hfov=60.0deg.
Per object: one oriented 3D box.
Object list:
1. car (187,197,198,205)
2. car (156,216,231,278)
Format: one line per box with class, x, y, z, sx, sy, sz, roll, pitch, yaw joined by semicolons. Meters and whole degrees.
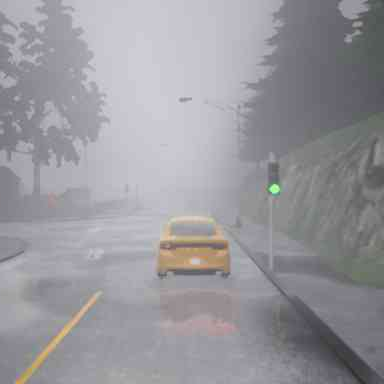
car;0.096;1.586;57.028;1.895;1.301;4.718;0;0;0
car;-0.023;1.475;10.227;1.882;1.535;5.008;0;0;-2
